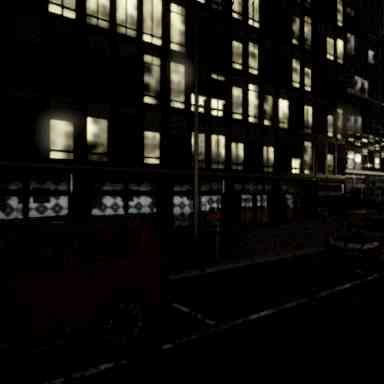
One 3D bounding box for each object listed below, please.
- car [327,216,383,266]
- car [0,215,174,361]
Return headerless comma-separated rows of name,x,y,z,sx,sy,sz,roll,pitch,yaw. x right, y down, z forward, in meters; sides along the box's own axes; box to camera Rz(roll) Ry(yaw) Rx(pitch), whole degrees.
car,6.315,1.505,11.248,4.206,1.307,1.802,-1,1,-36
car,-2.612,1.332,4.658,5.009,1.841,2.192,-1,1,-36
